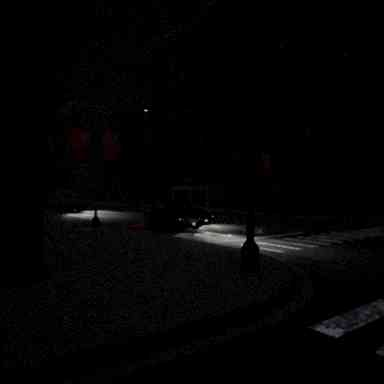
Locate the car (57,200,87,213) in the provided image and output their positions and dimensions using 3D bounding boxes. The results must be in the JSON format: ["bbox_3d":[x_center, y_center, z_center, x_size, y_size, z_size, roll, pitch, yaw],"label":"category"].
[{"bbox_3d":[-14.225,1.740,38.755,1.895,1.301,4.718,0,0,-36],"label":"car"}]

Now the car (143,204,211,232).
[{"bbox_3d":[-1.315,1.543,20.823,2.128,1.511,4.902,0,0,-36],"label":"car"}]

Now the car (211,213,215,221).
[{"bbox_3d":[-0.541,1.619,25.307,2.033,1.411,5.357,0,0,-36],"label":"car"}]

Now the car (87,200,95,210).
[{"bbox_3d":[-14.529,1.764,44.773,1.895,1.301,4.718,0,0,-35],"label":"car"}]
